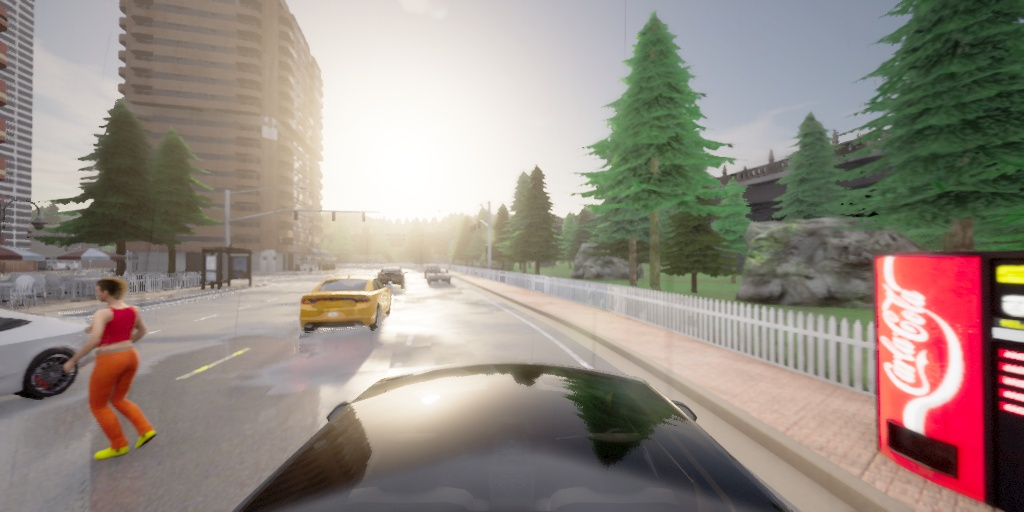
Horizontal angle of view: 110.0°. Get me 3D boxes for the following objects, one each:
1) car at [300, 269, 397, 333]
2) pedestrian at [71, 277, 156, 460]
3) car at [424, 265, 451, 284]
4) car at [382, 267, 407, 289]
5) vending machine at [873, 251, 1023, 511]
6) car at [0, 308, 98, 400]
[{"bbox_3d":[-5.045,1.358,11.488,1.882,1.535,5.008,0,-1,-12],"label":"car"},{"bbox_3d":[-4.037,1.077,3.652,0.375,1.860,0.375,0,-1,-5],"label":"pedestrian"},{"bbox_3d":[-6.383,1.724,31.056,1.895,1.301,4.718,0,-1,-15],"label":"car"},{"bbox_3d":[-8.885,1.578,26.519,1.837,1.490,4.892,0,-1,-16],"label":"car"},{"bbox_3d":[3.905,0.951,2.907,1.100,2.100,0.880,0,0,-3],"label":"vending machine"},{"bbox_3d":[-7.392,1.318,3.833,1.812,1.442,4.674,0,-1,-7],"label":"car"}]
